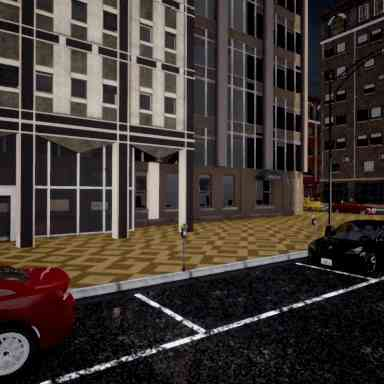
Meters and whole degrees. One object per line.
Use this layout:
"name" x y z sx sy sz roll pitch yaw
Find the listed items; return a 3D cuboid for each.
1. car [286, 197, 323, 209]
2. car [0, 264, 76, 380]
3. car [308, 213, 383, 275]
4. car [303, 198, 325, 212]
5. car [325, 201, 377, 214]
"car" 15.634 1.500 46.415 1.752 1.417 4.829 0 0 -36
"car" -3.740 1.545 3.885 4.507 1.381 1.887 0 0 -36
"car" 5.509 1.567 10.510 4.313 1.339 1.947 0 0 -36
"car" 12.341 1.468 36.647 1.752 1.417 4.829 0 0 -36
"car" 15.550 1.535 32.189 1.802 1.307 4.206 0 0 -36
